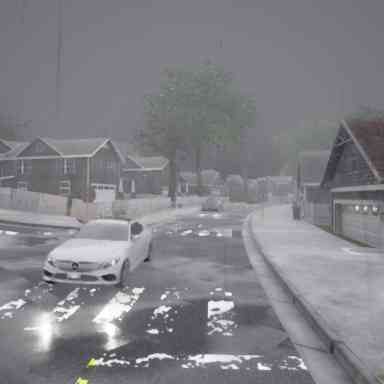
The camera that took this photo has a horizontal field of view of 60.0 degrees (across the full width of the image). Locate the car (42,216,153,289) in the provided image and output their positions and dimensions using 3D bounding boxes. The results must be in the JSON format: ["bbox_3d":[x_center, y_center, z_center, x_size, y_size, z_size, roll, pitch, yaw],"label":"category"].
[{"bbox_3d":[-2.285,1.463,9.315,1.812,1.442,4.674,3,1,5],"label":"car"}]

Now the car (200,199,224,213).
[{"bbox_3d":[2.187,1.526,35.751,1.837,1.490,4.892,-1,0,15],"label":"car"}]

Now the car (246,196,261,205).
[{"bbox_3d":[11.200,1.562,60.157,1.837,1.490,4.892,-1,0,25],"label":"car"}]
